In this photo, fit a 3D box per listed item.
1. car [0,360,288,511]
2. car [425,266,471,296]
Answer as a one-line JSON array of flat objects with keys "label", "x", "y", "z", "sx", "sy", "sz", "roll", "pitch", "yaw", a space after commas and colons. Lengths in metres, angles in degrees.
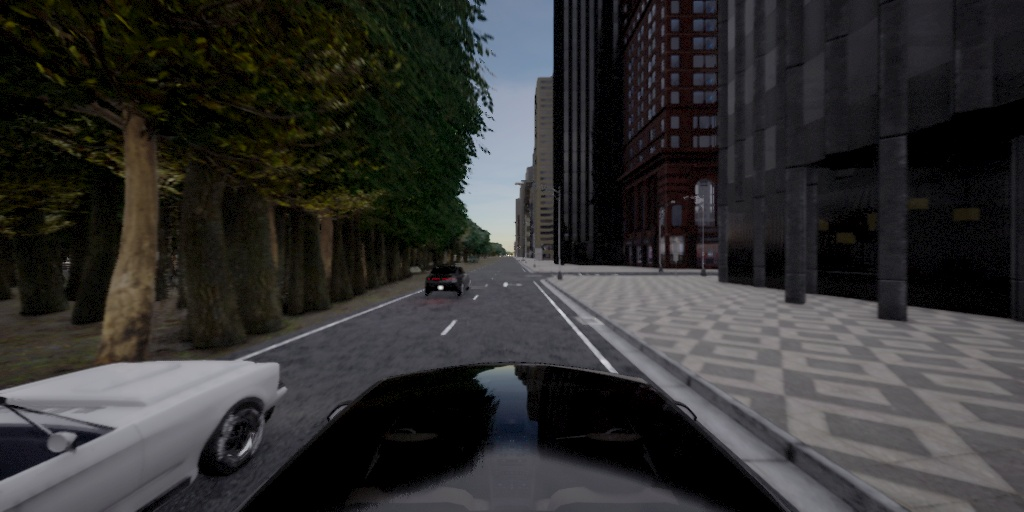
[{"label": "car", "x": -3.400, "y": 1.351, "z": 1.793, "sx": 1.895, "sy": 1.301, "sz": 4.718, "roll": 0, "pitch": 0, "yaw": 0}, {"label": "car", "x": -3.406, "y": 1.269, "z": 19.518, "sx": 1.837, "sy": 1.490, "sz": 4.892, "roll": 0, "pitch": 0, "yaw": 0}]
